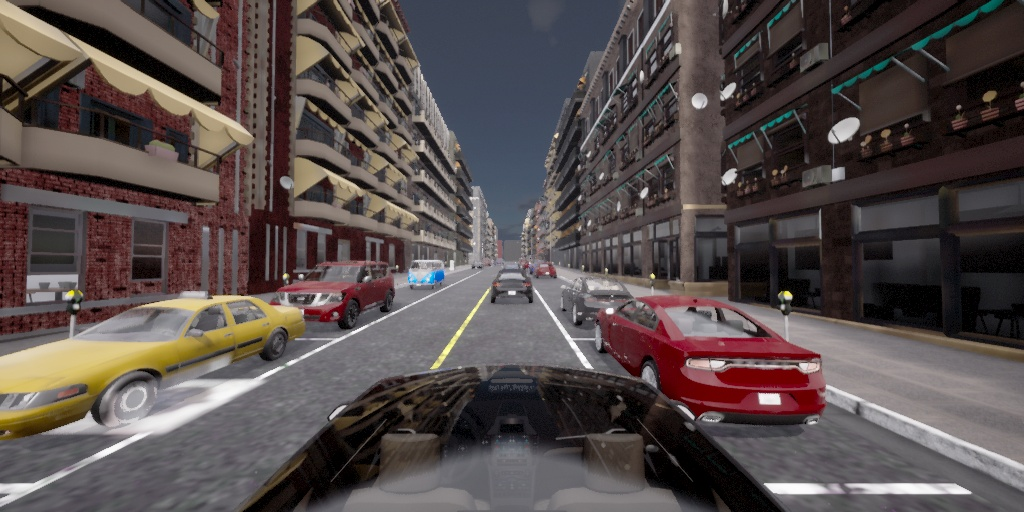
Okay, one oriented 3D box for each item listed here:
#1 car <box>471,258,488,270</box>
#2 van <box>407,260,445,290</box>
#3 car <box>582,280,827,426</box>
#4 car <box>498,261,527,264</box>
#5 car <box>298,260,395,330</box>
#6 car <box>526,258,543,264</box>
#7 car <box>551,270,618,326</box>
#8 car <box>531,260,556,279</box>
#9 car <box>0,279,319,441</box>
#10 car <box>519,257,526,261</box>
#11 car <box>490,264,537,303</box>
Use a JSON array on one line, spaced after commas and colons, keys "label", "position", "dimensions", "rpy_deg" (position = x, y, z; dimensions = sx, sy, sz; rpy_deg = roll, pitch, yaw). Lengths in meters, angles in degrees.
[{"label": "car", "position": [-5.314, 1.408, 55.655], "dimensions": [1.948, 1.339, 4.313], "rpy_deg": [0, 0, 0]}, {"label": "van", "position": [-5.314, 1.106, 22.472], "dimensions": [1.690, 1.789, 3.998], "rpy_deg": [0, 0, 0]}, {"label": "car", "position": [2.567, 1.295, 5.819], "dimensions": [1.888, 1.381, 4.507], "rpy_deg": [0, 0, 0]}, {"label": "car", "position": [0.000, 1.355, 31.510], "dimensions": [1.994, 1.385, 4.181], "rpy_deg": [0, 0, 0]}, {"label": "car", "position": [-5.315, 1.068, 11.413], "dimensions": [2.192, 1.841, 5.009], "rpy_deg": [0, 0, 0]}, {"label": "car", "position": [2.988, 1.153, 39.953], "dimensions": [2.097, 1.767, 4.553], "rpy_deg": [0, 0, 0]}, {"label": "car", "position": [2.567, 1.304, 11.350], "dimensions": [2.007, 1.370, 4.403], "rpy_deg": [0, 0, 0]}, {"label": "car", "position": [3.023, 1.310, 32.981], "dimensions": [1.812, 1.442, 4.674], "rpy_deg": [0, 0, 0]}, {"label": "car", "position": [-5.314, 1.276, 5.712], "dimensions": [1.751, 1.417, 4.829], "rpy_deg": [0, 0, 0]}, {"label": "car", "position": [2.534, 1.140, 50.064], "dimensions": [2.192, 1.841, 5.009], "rpy_deg": [0, 0, 0]}, {"label": "car", "position": [0.000, 1.293, 16.505], "dimensions": [1.812, 1.442, 4.674], "rpy_deg": [0, 0, 0]}]
